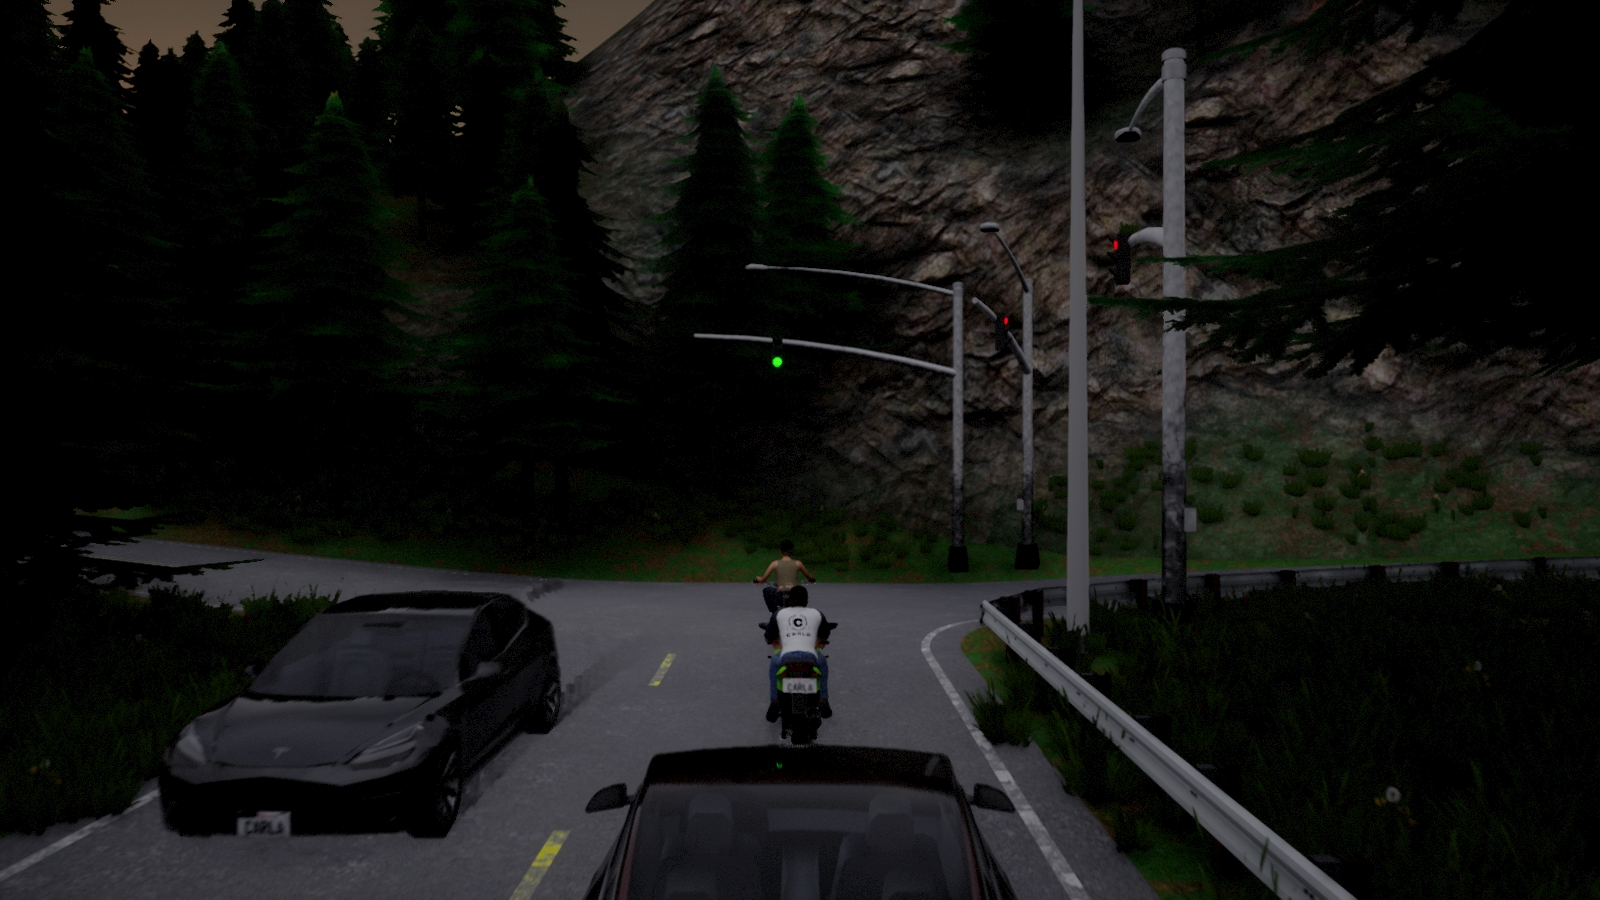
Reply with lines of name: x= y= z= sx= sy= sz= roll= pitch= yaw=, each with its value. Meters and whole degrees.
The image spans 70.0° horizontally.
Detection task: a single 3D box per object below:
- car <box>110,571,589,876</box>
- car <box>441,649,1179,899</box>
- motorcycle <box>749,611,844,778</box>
car: x=-3.430 y=2.061 z=9.959 sx=2.163 sy=1.488 sz=4.792 roll=0 pitch=0 yaw=2
car: x=0.030 y=2.062 z=5.163 sx=2.163 sy=1.488 sz=4.792 roll=0 pitch=0 yaw=0
motorcycle: x=-0.034 y=2.210 z=10.678 sx=0.803 sy=1.145 sz=2.033 roll=0 pitch=-1 yaw=0
